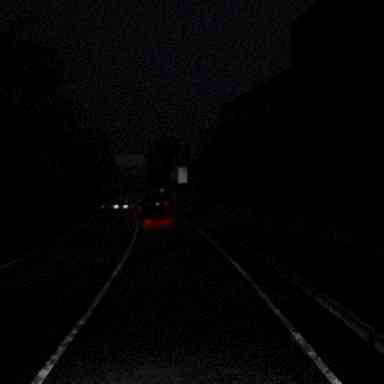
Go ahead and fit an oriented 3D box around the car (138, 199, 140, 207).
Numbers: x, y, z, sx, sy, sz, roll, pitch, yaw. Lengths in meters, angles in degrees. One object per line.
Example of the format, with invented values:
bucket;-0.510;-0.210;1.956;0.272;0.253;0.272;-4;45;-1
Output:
car;-7.286;1.379;51.108;1.801;1.575;5.366;-1;0;-11

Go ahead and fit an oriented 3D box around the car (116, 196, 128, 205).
car;-12.096;1.468;57.444;1.882;1.535;5.008;-1;0;-10

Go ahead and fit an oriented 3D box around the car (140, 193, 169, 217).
car;-3.419;1.151;31.033;2.150;2.045;5.566;-1;0;-10
